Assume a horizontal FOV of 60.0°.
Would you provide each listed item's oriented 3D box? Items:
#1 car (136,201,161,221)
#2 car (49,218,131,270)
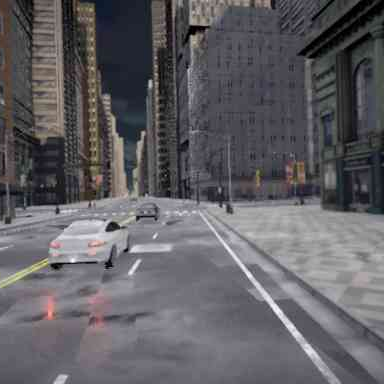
[{"bbox_3d":[-3.760,1.690,29.099,2.033,1.411,5.357,-2,0,-1],"label":"car"},{"bbox_3d":[-3.330,1.636,11.461,1.812,1.442,4.674,-2,0,-1],"label":"car"}]
